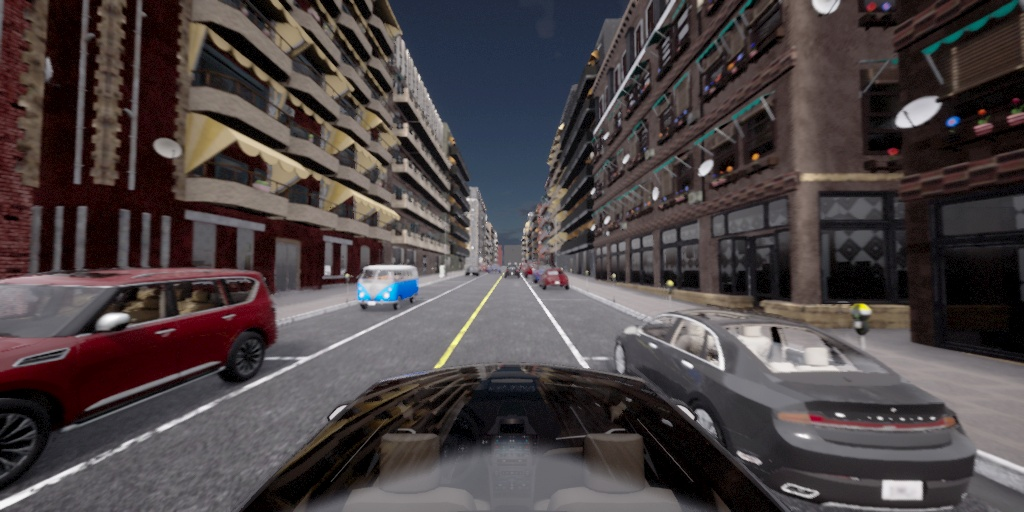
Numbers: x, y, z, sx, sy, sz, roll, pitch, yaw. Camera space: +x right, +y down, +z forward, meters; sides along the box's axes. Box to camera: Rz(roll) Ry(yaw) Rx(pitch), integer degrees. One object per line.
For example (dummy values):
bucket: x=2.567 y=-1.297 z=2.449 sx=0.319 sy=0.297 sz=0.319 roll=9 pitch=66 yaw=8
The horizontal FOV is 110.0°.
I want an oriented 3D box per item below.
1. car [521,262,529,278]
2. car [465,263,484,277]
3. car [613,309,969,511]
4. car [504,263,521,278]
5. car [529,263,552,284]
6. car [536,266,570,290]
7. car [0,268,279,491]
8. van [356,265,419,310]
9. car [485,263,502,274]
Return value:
car: x=2.532 y=1.709 z=43.253 sx=2.192 sy=1.841 sz=5.009 roll=0 pitch=0 yaw=0
car: x=-5.316 y=2.053 z=48.843 sx=1.948 sy=1.339 sz=4.313 roll=0 pitch=0 yaw=0
car: x=2.567 y=1.341 z=4.544 sx=2.007 sy=1.370 sz=4.403 roll=0 pitch=0 yaw=0
car: x=0.036 y=1.939 z=44.332 sx=1.812 sy=1.442 sz=4.674 roll=0 pitch=-1 yaw=0
car: x=2.986 y=1.583 z=33.155 sx=2.097 sy=1.767 sz=4.553 roll=0 pitch=-1 yaw=0
car: x=3.022 y=1.644 z=26.182 sx=1.812 sy=1.442 sz=4.674 roll=0 pitch=-1 yaw=0
car: x=-5.315 y=1.106 z=4.607 sx=2.192 sy=1.841 sz=5.009 roll=0 pitch=0 yaw=0
van: x=-5.315 y=1.295 z=15.664 sx=1.690 sy=1.789 sz=3.998 roll=0 pitch=0 yaw=0
car: x=-2.814 y=2.009 z=58.752 sx=2.097 sy=1.767 sz=4.553 roll=0 pitch=-1 yaw=0
